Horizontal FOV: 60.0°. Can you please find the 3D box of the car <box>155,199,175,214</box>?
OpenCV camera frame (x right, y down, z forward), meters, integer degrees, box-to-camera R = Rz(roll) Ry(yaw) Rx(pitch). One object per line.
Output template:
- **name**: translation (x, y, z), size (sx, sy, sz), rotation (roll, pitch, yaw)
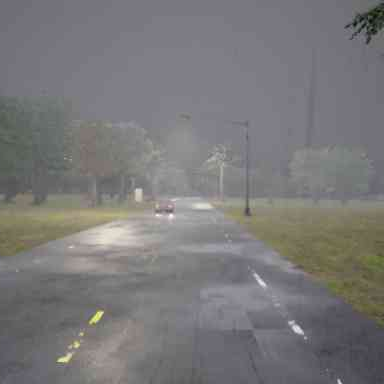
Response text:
- **car**: translation (-3.256, 1.689, 40.432), size (2.097, 1.767, 4.553), rotation (0, 0, 1)
